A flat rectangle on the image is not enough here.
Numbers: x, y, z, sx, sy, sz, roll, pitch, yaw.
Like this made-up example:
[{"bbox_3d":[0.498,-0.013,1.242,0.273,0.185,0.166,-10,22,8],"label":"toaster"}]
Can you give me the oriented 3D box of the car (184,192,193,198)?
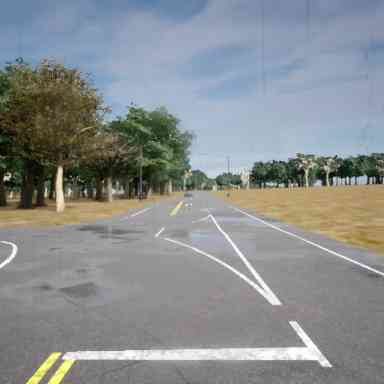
[{"bbox_3d":[-0.955,0.702,85.923,1.994,1.385,4.181,0,1,7],"label":"car"}]
